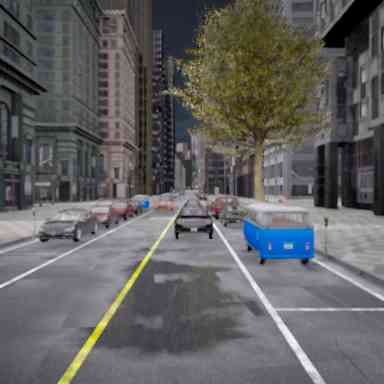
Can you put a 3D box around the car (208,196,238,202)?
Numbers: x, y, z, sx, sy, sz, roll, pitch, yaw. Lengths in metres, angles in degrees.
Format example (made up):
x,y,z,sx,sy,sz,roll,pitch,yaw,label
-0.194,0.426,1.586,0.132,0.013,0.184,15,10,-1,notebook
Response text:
x,y,z,sx,sy,sz,roll,pitch,yaw,label
2.743,1.250,27.200,2.192,1.841,5.009,0,0,0,car

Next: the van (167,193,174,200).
x,y,z,sx,sy,sz,roll,pitch,yaw,label
-5.834,1.174,92.226,1.690,1.788,3.998,0,0,0,van

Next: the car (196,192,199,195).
x,y,z,sx,sy,sz,roll,pitch,yaw,label
2.718,1.378,92.214,1.887,1.381,4.507,0,0,0,car

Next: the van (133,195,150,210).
x,y,z,sx,sy,sz,roll,pitch,yaw,label
-5.789,1.255,37.666,1.690,1.788,3.998,0,0,0,van

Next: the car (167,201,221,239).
x,y,z,sx,sy,sz,roll,pitch,yaw,label
0.089,1.449,17.179,2.128,1.511,4.902,0,0,0,car

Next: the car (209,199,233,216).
x,y,z,sx,sy,sz,roll,pitch,yaw,label
2.740,1.469,32.490,1.887,1.381,4.507,0,0,0,car

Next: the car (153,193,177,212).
x,y,z,sx,sy,sz,roll,pitch,yaw,label
-3.096,1.265,37.502,2.097,1.767,4.553,0,0,0,car

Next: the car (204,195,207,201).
x,y,z,sx,sy,sz,roll,pitch,yaw,label
2.740,1.429,43.240,1.752,1.417,4.829,0,0,0,car

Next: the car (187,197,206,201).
x,y,z,sx,sy,sz,roll,pitch,yaw,label
0.079,1.485,33.804,1.994,1.385,4.181,0,0,0,car

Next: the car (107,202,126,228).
x,y,z,sx,sy,sz,roll,pitch,yaw,label
-5.778,1.530,21.427,1.802,1.307,4.206,0,0,0,car

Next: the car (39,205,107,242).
x,y,z,sx,sy,sz,roll,pitch,yaw,label
-5.775,1.511,16.014,2.008,1.369,4.403,0,0,0,car

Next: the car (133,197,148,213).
x,y,z,sx,sy,sz,roll,pitch,yaw,label
-5.785,1.491,32.254,1.947,1.339,4.313,0,0,0,car

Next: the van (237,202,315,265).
x,y,z,sx,sy,sz,roll,pitch,yaw,label
2.753,1.312,11.334,1.690,1.788,3.998,0,0,0,van

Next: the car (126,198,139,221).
x,y,z,sx,sy,sz,roll,pitch,yaw,label
-5.781,1.481,26.841,1.887,1.381,4.507,0,0,0,car

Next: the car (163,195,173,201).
x,y,z,sx,sy,sz,roll,pitch,yaw,label
-5.828,1.390,81.176,1.887,1.381,4.507,0,0,0,car

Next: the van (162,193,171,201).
x,y,z,sx,sy,sz,roll,pitch,yaw,label
-5.826,1.193,75.651,1.690,1.788,3.998,0,0,0,van

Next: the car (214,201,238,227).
x,y,z,sx,sy,sz,roll,pitch,yaw,label
2.747,1.497,21.912,2.008,1.369,4.403,0,0,0,car

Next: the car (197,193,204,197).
x,y,z,sx,sy,sz,roll,pitch,yaw,label
2.727,1.390,81.163,1.887,1.381,4.507,0,0,0,car
